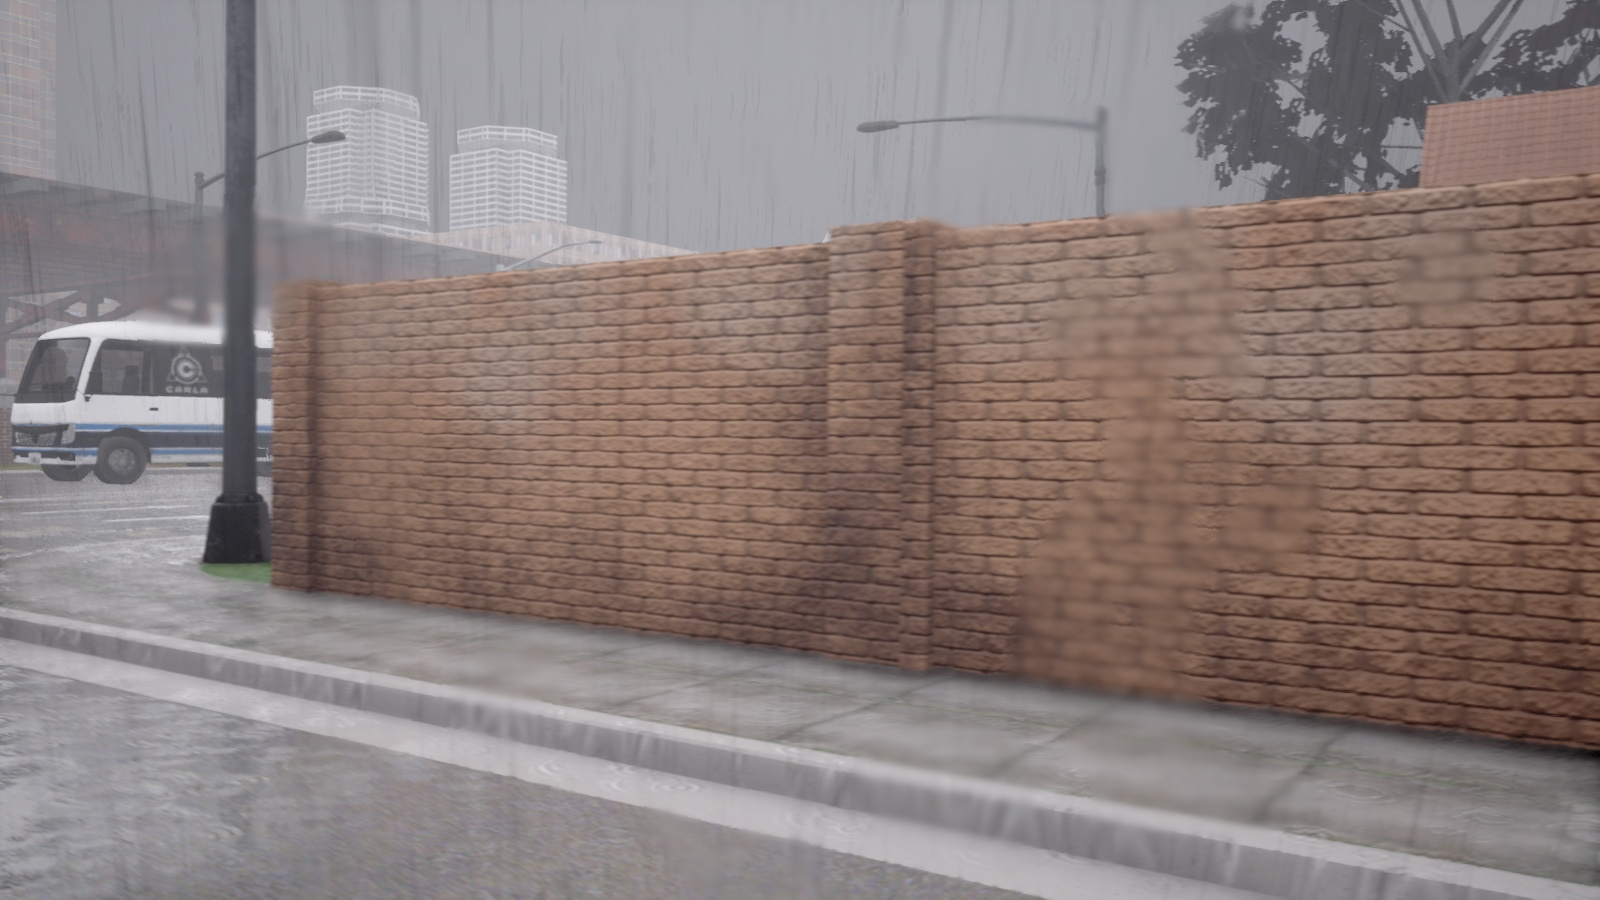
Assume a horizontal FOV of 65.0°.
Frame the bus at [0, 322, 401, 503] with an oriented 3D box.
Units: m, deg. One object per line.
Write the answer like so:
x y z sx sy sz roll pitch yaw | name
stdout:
-16.619 -0.971 34.889 3.944 4.253 10.273 0 1 34 | bus
